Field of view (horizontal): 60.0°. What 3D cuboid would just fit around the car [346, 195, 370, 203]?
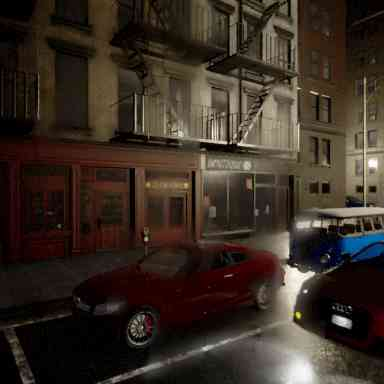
[{"bbox_3d":[15.206,1.316,32.865,2.150,2.045,5.566,0,0,-35],"label":"car"}]

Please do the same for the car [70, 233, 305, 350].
[{"bbox_3d":[-0.029,1.582,6.160,4.206,1.307,1.802,0,0,-35],"label":"car"}]

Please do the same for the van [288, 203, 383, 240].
[{"bbox_3d":[4.386,1.341,9.281,3.998,1.788,1.690,0,0,-35],"label":"van"}]

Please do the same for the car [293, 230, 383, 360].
[{"bbox_3d":[3.646,1.564,5.633,4.181,1.385,1.994,0,0,-35],"label":"car"}]
